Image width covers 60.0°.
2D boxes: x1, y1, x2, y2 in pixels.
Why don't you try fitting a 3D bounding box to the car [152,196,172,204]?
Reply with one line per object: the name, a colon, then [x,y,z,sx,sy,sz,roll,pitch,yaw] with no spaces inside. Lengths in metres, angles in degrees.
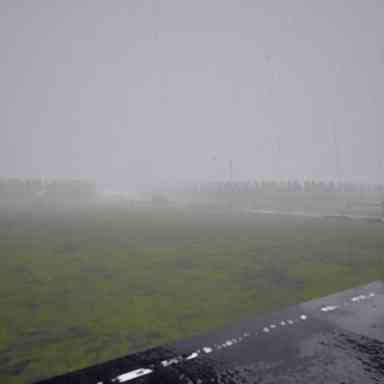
car: [-5.384,1.381,58.977,2.128,1.511,4.902,0,0,-35]
